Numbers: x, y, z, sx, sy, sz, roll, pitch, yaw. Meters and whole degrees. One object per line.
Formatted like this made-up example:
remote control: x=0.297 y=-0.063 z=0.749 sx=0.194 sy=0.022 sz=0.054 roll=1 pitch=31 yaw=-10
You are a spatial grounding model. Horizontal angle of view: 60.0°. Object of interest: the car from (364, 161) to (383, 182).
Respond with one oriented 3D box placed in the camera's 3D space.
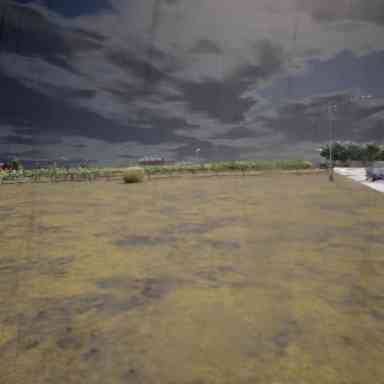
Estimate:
car: x=16.321 y=-1.842 z=28.641 sx=2.097 sy=1.767 sz=4.553 roll=-1 pitch=5 yaw=19
